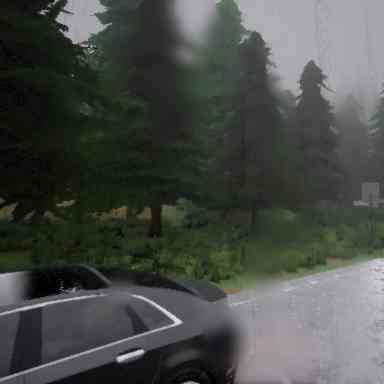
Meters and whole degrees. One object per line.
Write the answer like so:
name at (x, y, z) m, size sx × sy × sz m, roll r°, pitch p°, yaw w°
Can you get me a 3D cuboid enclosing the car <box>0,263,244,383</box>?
car at (-1.730, 1.504, 2.756) m, size 4.892 × 1.490 × 1.837 m, roll 0°, pitch 0°, yaw -35°
